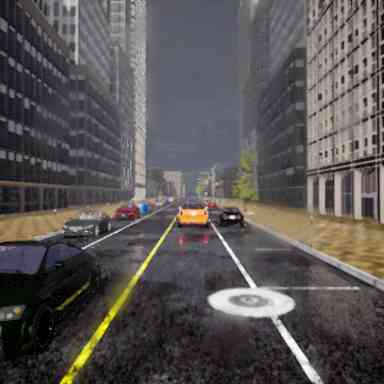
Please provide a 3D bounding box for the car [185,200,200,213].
[{"bbox_3d":[0.097,1.791,41.684,1.812,1.442,4.674,0,0,0],"label":"car"}]

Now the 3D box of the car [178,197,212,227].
[{"bbox_3d":[0.096,1.509,24.305,2.097,1.767,4.553,0,0,0],"label":"car"}]

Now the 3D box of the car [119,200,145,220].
[{"bbox_3d":[-5.690,1.737,29.828,1.887,1.381,4.507,0,0,0],"label":"car"}]

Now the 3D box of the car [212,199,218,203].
[{"bbox_3d":[2.691,1.736,46.891,1.967,1.590,4.097,0,0,0],"label":"car"}]

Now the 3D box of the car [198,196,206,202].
[{"bbox_3d":[2.687,2.001,92.426,1.967,1.590,4.097,0,0,0],"label":"car"}]

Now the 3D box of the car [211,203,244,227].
[{"bbox_3d":[2.691,1.722,24.124,1.947,1.339,4.313,0,0,0],"label":"car"}]

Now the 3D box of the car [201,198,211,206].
[{"bbox_3d":[2.689,1.923,64.137,1.752,1.417,4.829,0,0,0],"label":"car"}]

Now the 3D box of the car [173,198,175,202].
[{"bbox_3d":[-5.694,2.087,92.270,1.752,1.417,4.829,0,0,0],"label":"car"}]

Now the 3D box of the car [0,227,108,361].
[{"bbox_3d":[-3.100,1.604,6.029,1.994,1.385,4.181,0,0,0],"label":"car"}]

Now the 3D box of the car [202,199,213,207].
[{"bbox_3d":[2.689,1.946,58.274,1.802,1.307,4.206,0,0,0],"label":"car"}]

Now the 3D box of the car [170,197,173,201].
[{"bbox_3d":[-5.692,1.997,69.673,1.947,1.339,4.313,0,0,0],"label":"car"}]

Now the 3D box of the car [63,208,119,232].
[{"bbox_3d":[-5.689,1.671,18.444,2.008,1.369,4.403,0,0,0],"label":"car"}]

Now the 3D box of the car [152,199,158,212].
[{"bbox_3d":[-5.691,1.845,41.212,1.802,1.307,4.206,0,0,0],"label":"car"}]

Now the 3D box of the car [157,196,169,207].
[{"bbox_3d":[-5.691,1.805,58.288,1.967,1.590,4.097,0,0,0],"label":"car"}]

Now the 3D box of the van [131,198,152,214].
[{"bbox_3d":[-5.689,1.569,35.522,1.690,1.788,3.998,0,0,0],"label":"van"}]
